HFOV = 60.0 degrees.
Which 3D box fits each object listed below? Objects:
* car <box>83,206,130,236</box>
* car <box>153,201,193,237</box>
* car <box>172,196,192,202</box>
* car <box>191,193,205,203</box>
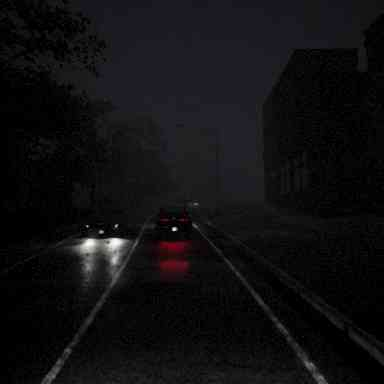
[{"bbox_3d":[-4.474,1.489,18.297,2.033,1.411,5.357,0,0,-5],"label":"car"},{"bbox_3d":[-1.019,1.467,17.945,1.837,1.490,4.892,0,0,-5],"label":"car"},{"bbox_3d":[-1.469,1.400,39.464,1.895,1.301,4.718,-1,0,6],"label":"car"},{"bbox_3d":[0.652,1.074,60.230,2.097,1.767,4.553,-2,-1,25],"label":"car"}]
